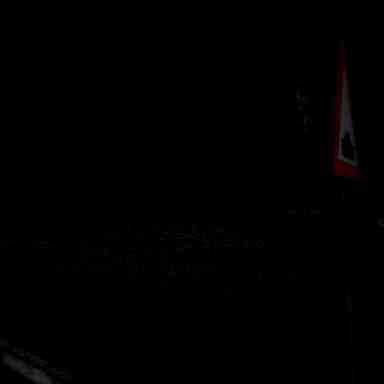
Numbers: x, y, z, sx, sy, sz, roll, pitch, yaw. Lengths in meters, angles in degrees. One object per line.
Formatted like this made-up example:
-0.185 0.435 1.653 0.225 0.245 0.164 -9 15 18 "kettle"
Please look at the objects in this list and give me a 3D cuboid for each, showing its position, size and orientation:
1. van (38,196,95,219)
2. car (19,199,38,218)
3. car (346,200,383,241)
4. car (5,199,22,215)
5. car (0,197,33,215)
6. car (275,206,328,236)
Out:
-11.029 1.372 30.077 1.878 1.987 4.442 -1 -1 35 "van"
-13.140 1.644 31.926 1.946 1.575 5.366 -1 -1 35 "car"
8.671 1.321 16.424 2.185 1.767 4.553 0 0 35 "car"
-15.318 1.697 33.454 1.946 1.575 5.366 -2 -1 35 "car"
-20.125 1.583 36.564 2.435 2.045 5.566 -2 -1 35 "car"
6.049 1.489 18.207 2.002 1.452 4.674 0 0 35 "car"
